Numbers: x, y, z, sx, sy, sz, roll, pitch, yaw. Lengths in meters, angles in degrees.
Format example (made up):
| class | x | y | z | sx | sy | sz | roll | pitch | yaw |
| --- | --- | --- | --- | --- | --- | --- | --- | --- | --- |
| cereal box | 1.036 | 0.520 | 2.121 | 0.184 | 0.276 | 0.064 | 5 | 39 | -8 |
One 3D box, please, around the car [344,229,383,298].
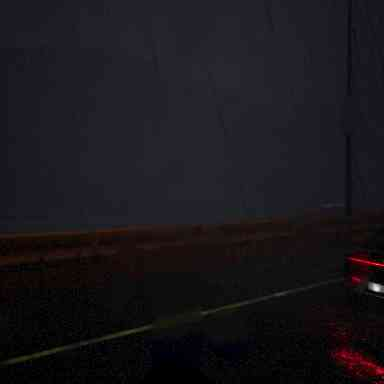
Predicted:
| class | x | y | z | sx | sy | sz | roll | pitch | yaw |
| --- | --- | --- | --- | --- | --- | --- | --- | --- | --- |
| car | 5.438 | 1.537 | 7.550 | 4.892 | 1.490 | 1.837 | 0 | 0 | -34 |
